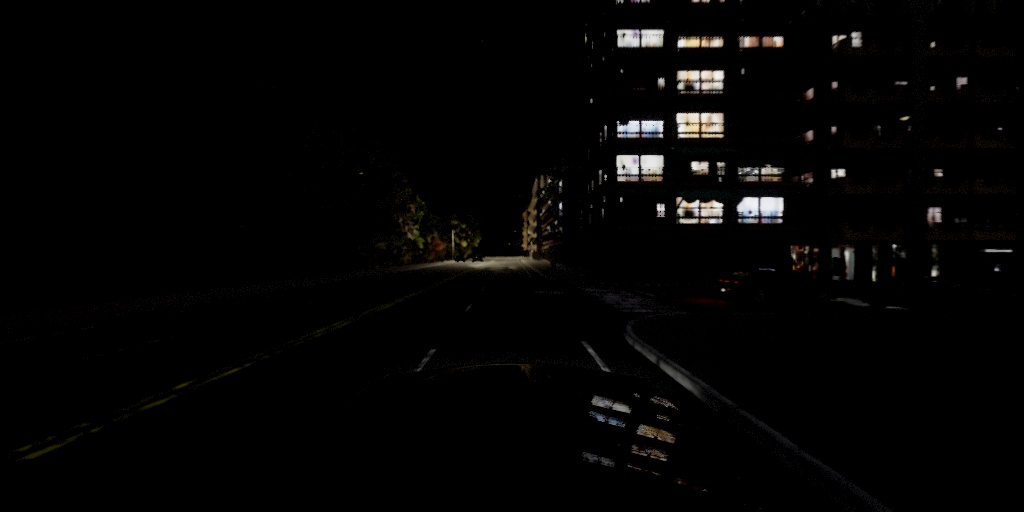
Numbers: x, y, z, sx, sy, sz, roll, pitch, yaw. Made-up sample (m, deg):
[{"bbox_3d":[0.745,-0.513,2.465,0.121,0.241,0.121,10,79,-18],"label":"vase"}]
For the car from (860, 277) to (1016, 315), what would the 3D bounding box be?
[{"bbox_3d":[16.336,1.475,13.990,4.507,1.381,1.888,0,0,0],"label":"car"}]

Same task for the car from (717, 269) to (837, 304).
[{"bbox_3d":[12.206,1.357,16.645,4.892,1.490,1.837,1,0,0],"label":"car"}]
